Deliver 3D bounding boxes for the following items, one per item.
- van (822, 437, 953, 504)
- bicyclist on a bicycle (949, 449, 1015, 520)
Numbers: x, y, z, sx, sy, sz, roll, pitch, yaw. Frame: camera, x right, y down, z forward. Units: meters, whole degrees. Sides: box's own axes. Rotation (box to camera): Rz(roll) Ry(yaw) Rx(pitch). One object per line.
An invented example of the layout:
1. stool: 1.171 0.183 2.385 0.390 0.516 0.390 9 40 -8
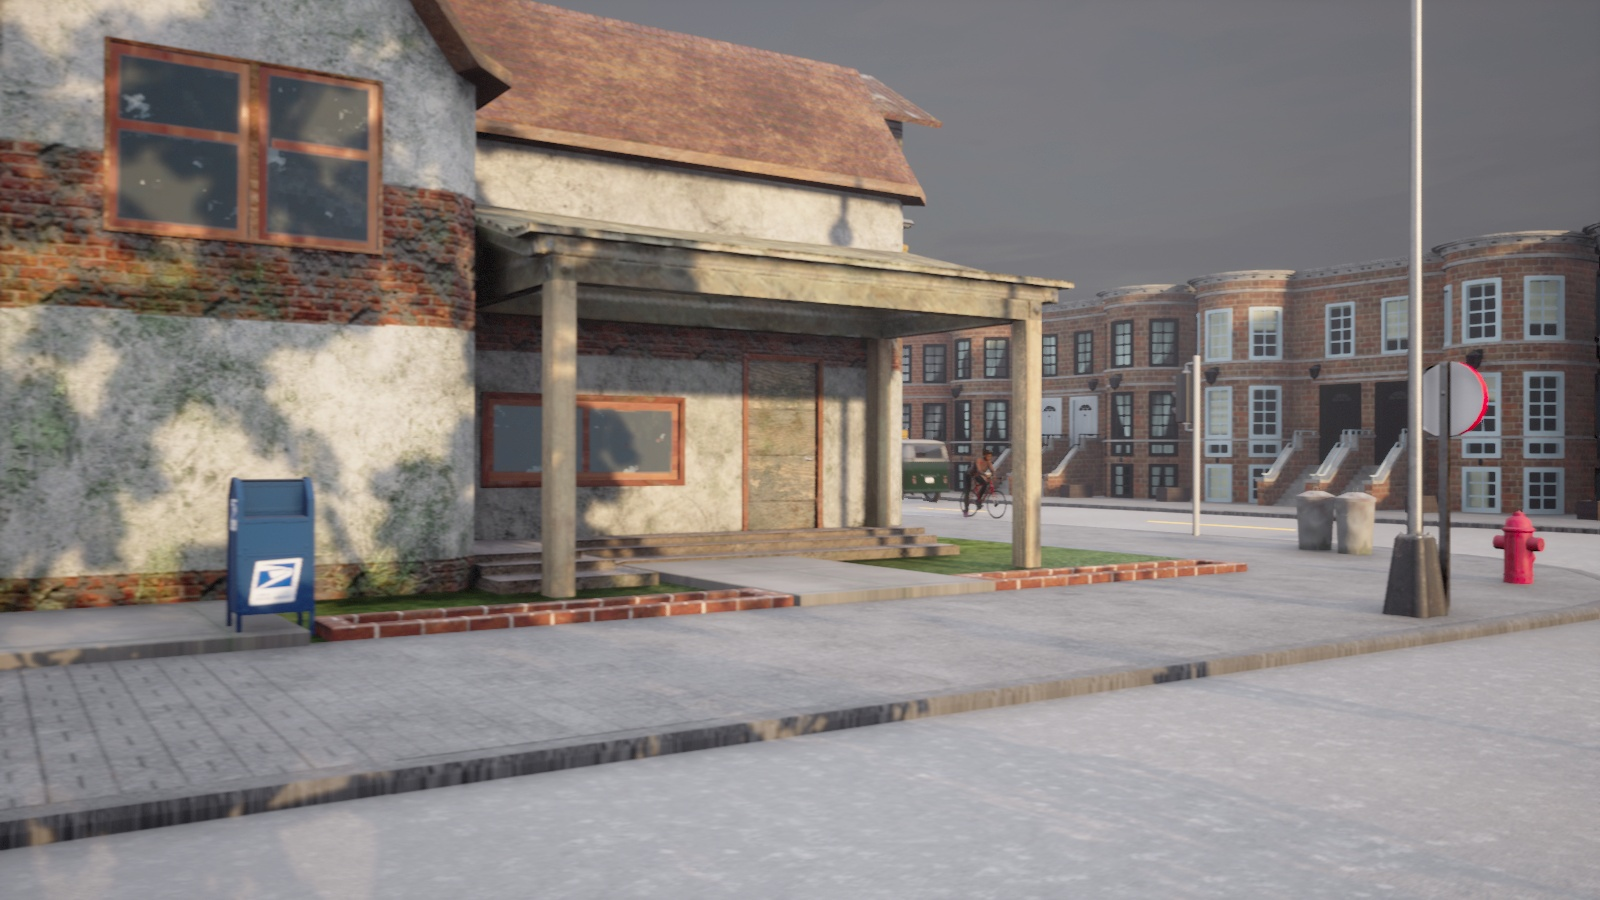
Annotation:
1. van: 2.690 0.628 39.524 1.775 1.987 4.442 0 0 -33
2. bicyclist on a bicycle: 4.312 0.795 29.809 0.582 1.620 1.656 0 0 -33
